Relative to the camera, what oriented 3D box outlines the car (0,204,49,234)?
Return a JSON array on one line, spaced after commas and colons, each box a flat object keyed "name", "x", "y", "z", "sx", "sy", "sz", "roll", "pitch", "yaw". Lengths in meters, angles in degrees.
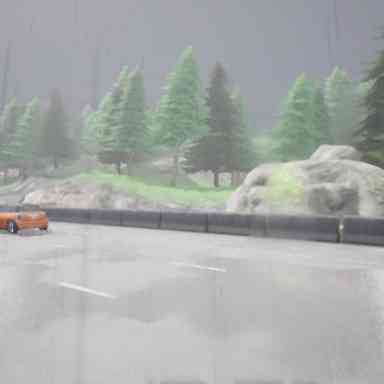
[{"name": "car", "x": -10.817, "y": 1.496, "z": 20.313, "sx": 4.553, "sy": 1.767, "sz": 2.097, "roll": 0, "pitch": 0, "yaw": 36}]
